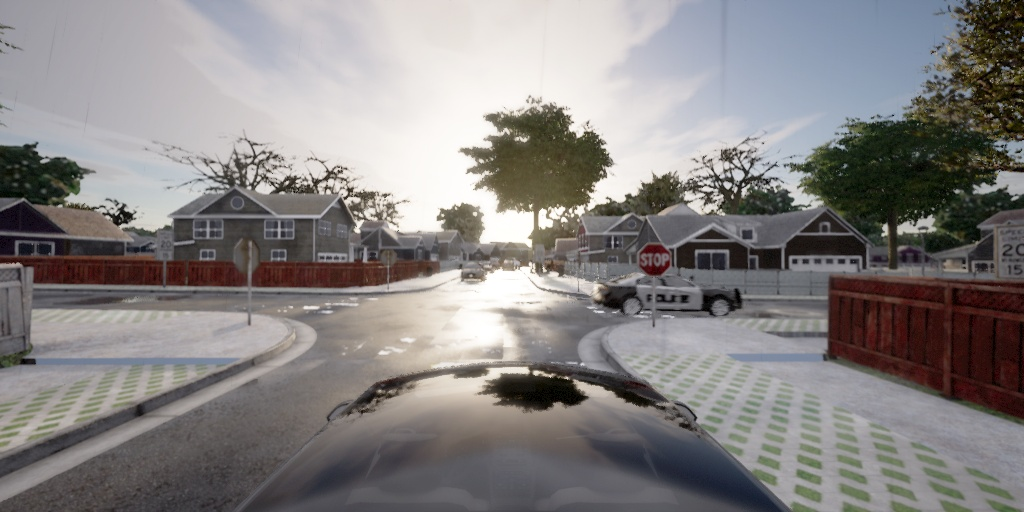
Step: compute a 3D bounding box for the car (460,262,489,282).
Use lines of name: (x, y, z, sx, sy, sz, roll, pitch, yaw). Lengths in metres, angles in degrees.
car: (-3.156, 1.320, 29.980, 1.837, 1.490, 4.892, 0, 0, -1)

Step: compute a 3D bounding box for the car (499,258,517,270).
car: (-0.610, 1.523, 58.210, 2.128, 1.511, 4.902, 0, 0, 0)

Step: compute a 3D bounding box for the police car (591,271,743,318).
police car: (5.581, 1.287, 13.119, 5.238, 1.638, 1.930, 1, -1, -1)

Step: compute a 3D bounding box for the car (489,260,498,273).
car: (-3.327, 1.490, 46.602, 2.033, 1.411, 5.357, 0, 0, 0)
